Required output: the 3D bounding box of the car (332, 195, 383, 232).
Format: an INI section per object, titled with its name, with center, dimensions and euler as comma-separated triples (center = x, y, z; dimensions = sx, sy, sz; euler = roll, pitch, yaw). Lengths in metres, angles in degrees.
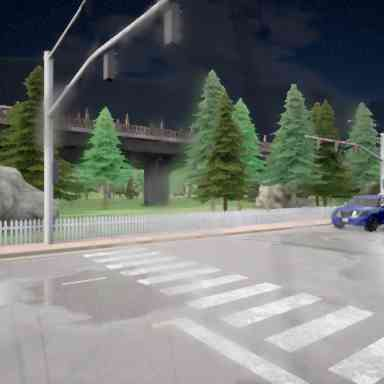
[car]
center = 10.874, 1.223, 20.311
dimensions = 5.566, 2.045, 2.150
euler = 0, 0, -35
